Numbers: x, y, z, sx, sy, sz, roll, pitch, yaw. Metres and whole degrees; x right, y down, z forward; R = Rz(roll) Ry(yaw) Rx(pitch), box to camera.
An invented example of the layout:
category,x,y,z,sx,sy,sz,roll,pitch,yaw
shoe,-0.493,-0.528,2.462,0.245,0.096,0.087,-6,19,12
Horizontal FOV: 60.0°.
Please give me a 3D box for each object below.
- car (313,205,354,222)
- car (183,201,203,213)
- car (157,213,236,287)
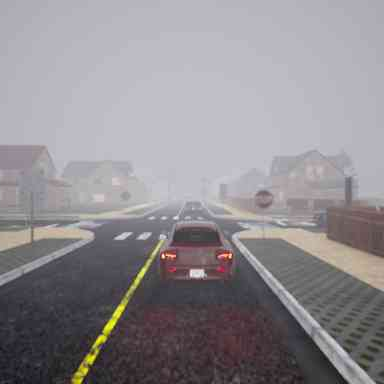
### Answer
category,x,y,z,sx,sy,sz,roll,pitch,yaw
car,11.099,1.625,24.312,4.181,1.385,1.994,0,0,0
car,0.109,1.560,31.771,2.033,1.411,5.357,0,0,0
car,0.106,1.520,9.172,1.812,1.442,4.674,0,0,0
